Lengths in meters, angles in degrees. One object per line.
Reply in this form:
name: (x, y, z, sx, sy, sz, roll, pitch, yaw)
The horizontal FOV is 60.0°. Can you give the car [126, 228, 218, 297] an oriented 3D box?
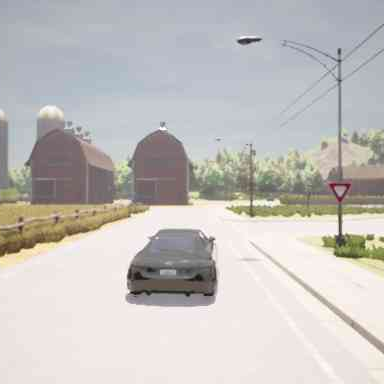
car: (-0.323, 1.659, 8.886, 1.994, 1.385, 4.181, 0, -1, 5)
